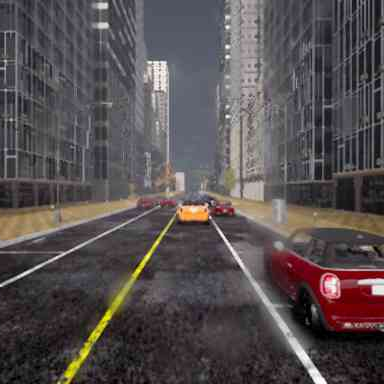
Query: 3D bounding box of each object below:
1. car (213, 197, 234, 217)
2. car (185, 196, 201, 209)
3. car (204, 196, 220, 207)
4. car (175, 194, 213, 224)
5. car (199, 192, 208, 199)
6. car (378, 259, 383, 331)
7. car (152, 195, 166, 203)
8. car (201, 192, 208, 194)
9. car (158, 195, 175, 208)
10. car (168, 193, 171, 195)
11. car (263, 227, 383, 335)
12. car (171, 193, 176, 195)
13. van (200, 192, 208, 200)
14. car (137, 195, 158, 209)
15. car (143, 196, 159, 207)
[{"bbox_3d":[2.701,1.374,29.431,1.887,1.381,4.507,0,0,0],"label":"car"},{"bbox_3d":[0.106,1.283,40.718,1.812,1.442,4.674,0,0,0],"label":"car"},{"bbox_3d":[2.706,1.284,46.508,1.947,1.339,4.313,0,0,0],"label":"car"},{"bbox_3d":[0.108,1.218,23.584,2.097,1.767,4.553,0,0,0],"label":"car"},{"bbox_3d":[2.718,0.918,80.660,1.967,1.590,4.097,0,0,0],"label":"car"},{"bbox_3d":[2.692,1.434,0.969,1.967,1.590,4.097,0,0,0],"label":"car"},{"bbox_3d":[-5.670,1.187,57.903,1.887,1.381,4.507,0,0,0],"label":"car"},{"bbox_3d":[2.710,1.207,57.892,1.947,1.339,4.313,0,0,0],"label":"car"},{"bbox_3d":[-2.987,1.347,42.481,1.895,1.301,4.718,0,0,0],"label":"car"},{"bbox_3d":[-5.669,1.168,63.595,1.947,1.339,4.313,0,0,0],"label":"car"},{"bbox_3d":[2.693,1.402,6.661,1.967,1.590,4.097,0,0,0],"label":"car"},{"bbox_3d":[-5.659,0.919,91.887,1.752,1.417,4.829,0,0,0],"label":"car"},{"bbox_3d":[2.716,0.861,74.968,1.690,1.788,3.998,0,0,0],"label":"van"},{"bbox_3d":[-5.676,1.302,40.825,1.887,1.381,4.507,0,0,0],"label":"car"},{"bbox_3d":[-5.674,1.301,46.518,1.802,1.307,4.206,0,0,0],"label":"car"}]
